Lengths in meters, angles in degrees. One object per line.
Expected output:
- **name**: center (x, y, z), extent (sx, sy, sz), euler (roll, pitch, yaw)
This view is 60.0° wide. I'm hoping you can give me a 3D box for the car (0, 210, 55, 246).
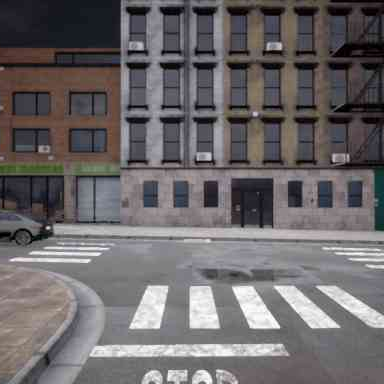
- **car**: center (-8.043, 1.445, 14.004), extent (4.181, 1.385, 1.994), euler (1, 0, 0)
